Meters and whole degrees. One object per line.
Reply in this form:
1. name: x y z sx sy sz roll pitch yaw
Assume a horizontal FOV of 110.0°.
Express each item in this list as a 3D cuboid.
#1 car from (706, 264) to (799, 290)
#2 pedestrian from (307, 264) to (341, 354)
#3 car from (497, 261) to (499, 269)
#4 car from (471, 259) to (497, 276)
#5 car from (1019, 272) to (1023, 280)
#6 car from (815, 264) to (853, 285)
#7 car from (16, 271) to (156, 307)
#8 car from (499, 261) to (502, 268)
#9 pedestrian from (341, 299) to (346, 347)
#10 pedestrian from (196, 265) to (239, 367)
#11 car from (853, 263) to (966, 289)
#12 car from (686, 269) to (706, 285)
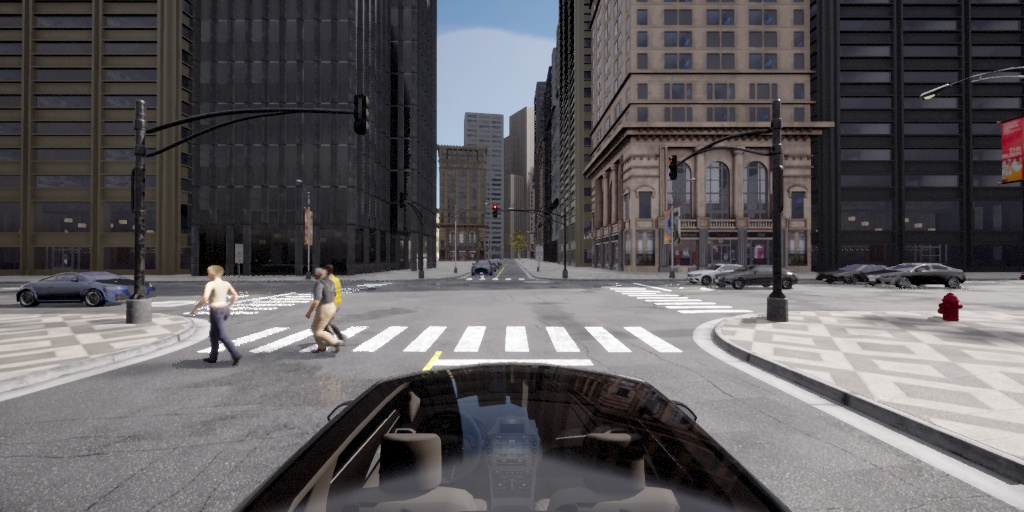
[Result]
1. car: 14.707 1.238 21.726 4.674 1.442 1.812 0 0 -1
2. pedestrian: -3.752 1.038 7.169 0.375 1.860 0.375 0 0 0
3. car: -3.046 1.373 46.661 1.994 1.385 4.181 0 0 0
4. car: -3.039 1.141 37.641 2.097 1.767 4.553 0 0 0
5. car: 39.150 1.225 24.979 5.357 1.411 2.033 0 0 0
6. car: 24.454 1.259 24.990 5.357 1.411 2.033 0 0 0
7. car: -17.654 1.333 15.011 4.181 1.385 1.994 0 0 0
8. car: -3.027 1.398 57.127 1.994 1.385 4.181 0 0 1
9. pedestrian: -3.927 1.030 7.771 0.375 1.860 0.375 0 0 0
10. pedestrian: -5.396 1.044 6.570 0.375 1.860 0.375 0 0 0
11. car: 24.304 1.180 21.738 4.902 1.511 2.128 0 0 0
12. car: 14.643 1.262 24.986 4.674 1.442 1.812 0 0 0
